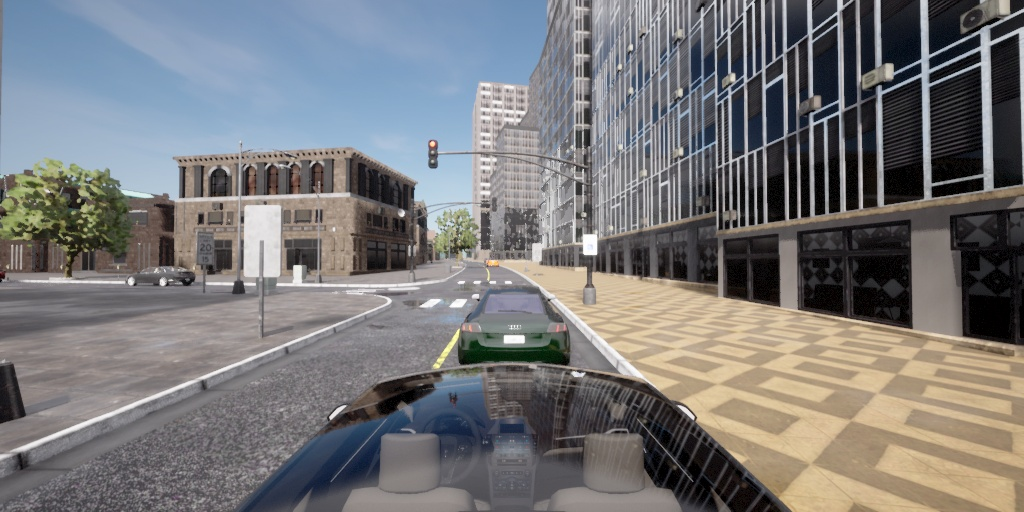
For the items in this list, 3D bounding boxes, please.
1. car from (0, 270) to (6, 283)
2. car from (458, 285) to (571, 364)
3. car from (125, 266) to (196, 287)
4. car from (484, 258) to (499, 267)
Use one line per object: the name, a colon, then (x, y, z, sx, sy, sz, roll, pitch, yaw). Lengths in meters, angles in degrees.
car: (-41.453, 1.379, 27.466, 4.507, 1.381, 1.888, 0, 0, 9)
car: (0.039, 1.315, 7.799, 1.994, 1.385, 4.181, 0, 0, 0)
car: (-24.214, 1.377, 24.710, 4.403, 1.370, 2.007, 0, 0, 9)
car: (-3.560, 1.093, 64.696, 2.097, 1.767, 4.553, 0, 0, -7)
